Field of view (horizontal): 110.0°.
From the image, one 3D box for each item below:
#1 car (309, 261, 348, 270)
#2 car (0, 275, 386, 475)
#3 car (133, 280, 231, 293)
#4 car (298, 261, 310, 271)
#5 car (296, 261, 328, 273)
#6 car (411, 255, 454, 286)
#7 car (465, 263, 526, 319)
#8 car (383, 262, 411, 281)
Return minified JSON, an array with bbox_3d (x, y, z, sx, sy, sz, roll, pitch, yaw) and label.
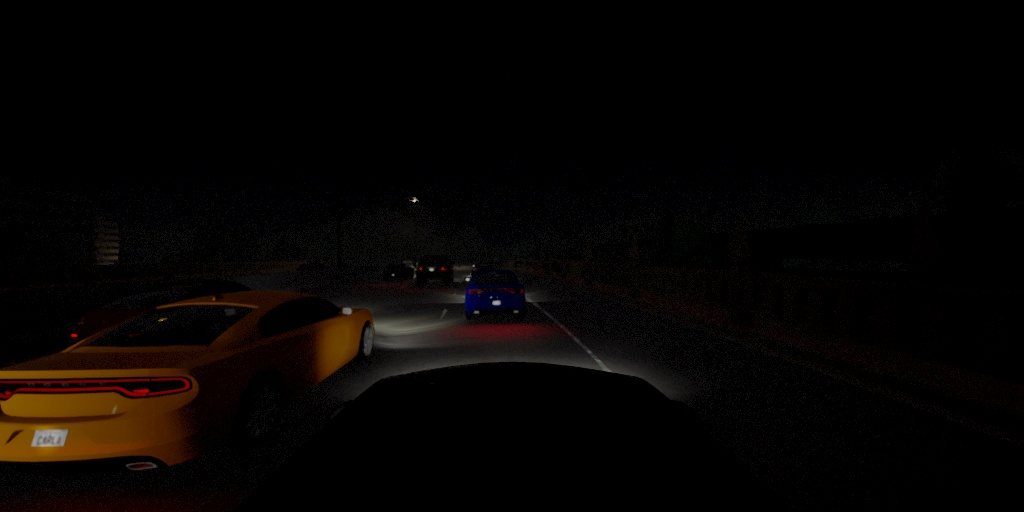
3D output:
[{"bbox_3d":[-16.979,1.294,34.053,1.812,1.442,4.674,0,0,-6],"label":"car"},{"bbox_3d":[-3.628,1.236,5.218,1.882,1.535,5.008,0,0,-2],"label":"car"},{"bbox_3d":[-7.318,1.294,8.575,1.812,1.442,4.674,0,0,-3],"label":"car"},{"bbox_3d":[-21.054,1.328,39.510,2.033,1.411,5.357,0,0,-6],"label":"car"},{"bbox_3d":[-25.124,1.356,45.099,1.994,1.385,4.181,0,0,-5],"label":"car"},{"bbox_3d":[-5.335,0.943,25.254,2.150,2.045,5.566,0,0,-6],"label":"car"},{"bbox_3d":[-0.645,1.199,12.843,1.882,1.535,5.008,0,0,-5],"label":"car"},{"bbox_3d":[-9.313,1.226,29.757,2.128,1.511,4.902,0,0,-6],"label":"car"}]
